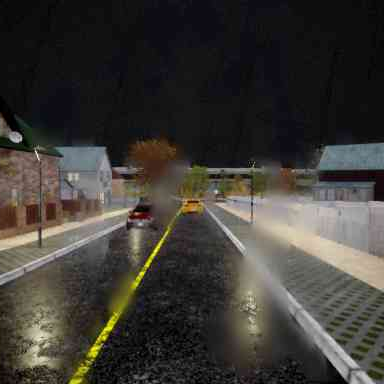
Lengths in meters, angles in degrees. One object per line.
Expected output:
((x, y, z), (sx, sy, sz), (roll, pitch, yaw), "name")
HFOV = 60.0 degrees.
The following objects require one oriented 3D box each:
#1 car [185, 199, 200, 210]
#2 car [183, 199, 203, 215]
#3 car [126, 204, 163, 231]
((0.097, 1.602, 44.108), (1.895, 1.301, 4.718), (0, 0, 0), "car")
((0.098, 1.471, 33.555), (1.882, 1.535, 5.008), (0, 0, 0), "car")
((-2.848, 1.518, 20.672), (1.812, 1.442, 4.674), (0, 0, 0), "car")
